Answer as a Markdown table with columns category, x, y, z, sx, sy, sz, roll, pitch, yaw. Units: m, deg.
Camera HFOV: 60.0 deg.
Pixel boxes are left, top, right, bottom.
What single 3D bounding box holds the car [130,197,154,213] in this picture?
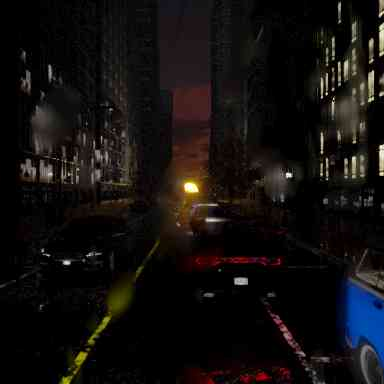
| category | x | y | z | sx | sy | sz | roll | pitch | yaw |
| --- | --- | --- | --- | --- | --- | --- | --- | --- | --- |
| car | -5.708 | 1.548 | 36.689 | 2.008 | 1.369 | 4.403 | 0 | 0 | 0 |

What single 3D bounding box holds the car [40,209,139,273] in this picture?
| category | x | y | z | sx | sy | sz | roll | pitch | yaw |
| --- | --- | --- | --- | --- | --- | --- | --- | --- | --- |
| car | -3.105 | 1.504 | 10.680 | 1.837 | 1.490 | 4.892 | 0 | 0 | 0 |

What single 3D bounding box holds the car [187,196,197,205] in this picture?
| category | x | y | z | sx | sy | sz | roll | pitch | yaw |
| --- | --- | --- | --- | --- | --- | --- | --- | --- | --- |
| car | -0.029 | 1.474 | 60.127 | 1.837 | 1.490 | 4.892 | 0 | 0 | 0 |

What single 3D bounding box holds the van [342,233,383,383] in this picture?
| category | x | y | z | sx | sy | sz | roll | pitch | yaw |
| --- | --- | --- | --- | --- | --- | --- | --- | --- | --- |
| van | 2.689 | 1.341 | 2.535 | 1.690 | 1.788 | 3.998 | 0 | 0 | 0 |

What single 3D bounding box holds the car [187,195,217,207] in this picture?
| category | x | y | z | sx | sy | sz | roll | pitch | yaw |
| --- | --- | --- | --- | --- | --- | --- | --- | --- | --- |
| car | 0.888 | 1.224 | 24.583 | 2.150 | 2.045 | 5.566 | 0 | 0 | 0 |

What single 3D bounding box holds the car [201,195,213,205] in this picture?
| category | x | y | z | sx | sy | sz | roll | pitch | yaw |
| --- | --- | --- | --- | --- | --- | --- | --- | --- | --- |
| car | 2.662 | 1.410 | 59.459 | 1.967 | 1.590 | 4.097 | 0 | 0 | 0 |

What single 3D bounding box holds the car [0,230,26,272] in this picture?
| category | x | y | z | sx | sy | sz | roll | pitch | yaw |
| --- | --- | --- | --- | --- | --- | --- | --- | --- | --- |
| car | -5.695 | 1.582 | 8.225 | 1.802 | 1.307 | 4.206 | 0 | 0 | 0 |

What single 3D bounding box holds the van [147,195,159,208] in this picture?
| category | x | y | z | sx | sy | sz | roll | pitch | yaw |
| --- | --- | --- | --- | --- | --- | --- | --- | --- | --- |
| van | -5.713 | 1.328 | 48.074 | 1.690 | 1.788 | 3.998 | 0 | 0 | 0 |

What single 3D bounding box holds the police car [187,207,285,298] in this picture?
| category | x | y | z | sx | sy | sz | roll | pitch | yaw |
| --- | --- | --- | --- | --- | --- | --- | --- | --- | --- |
| police car | 0.896 | 1.425 | 8.663 | 1.930 | 1.638 | 5.238 | 0 | 0 | 0 |

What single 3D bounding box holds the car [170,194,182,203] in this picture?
| category | x | y | z | sx | sy | sz | roll | pitch | yaw |
| --- | --- | --- | --- | --- | --- | --- | --- | --- | --- |
| car | -3.034 | 1.306 | 69.590 | 2.097 | 1.767 | 4.553 | 0 | 0 | 0 |

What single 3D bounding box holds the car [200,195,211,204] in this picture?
| category | x | y | z | sx | sy | sz | roll | pitch | yaw |
| --- | --- | --- | --- | --- | --- | --- | --- | --- | --- |
| car | 2.660 | 1.401 | 65.151 | 1.967 | 1.590 | 4.097 | 0 | 0 | 0 |

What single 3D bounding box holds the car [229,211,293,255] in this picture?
| category | x | y | z | sx | sy | sz | roll | pitch | yaw |
| --- | --- | --- | --- | --- | --- | --- | --- | --- | --- |
| car | 2.684 | 1.582 | 13.919 | 1.802 | 1.307 | 4.206 | 0 | 0 | 0 |

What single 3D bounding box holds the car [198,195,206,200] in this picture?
| category | x | y | z | sx | sy | sz | roll | pitch | yaw |
| --- | --- | --- | --- | --- | --- | --- | --- | --- | --- |
| car | 2.649 | 1.462 | 87.921 | 1.887 | 1.381 | 4.507 | 0 | 0 | 0 |

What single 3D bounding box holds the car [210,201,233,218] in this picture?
| category | x | y | z | sx | sy | sz | roll | pitch | yaw |
| --- | --- | --- | --- | --- | --- | --- | --- | --- | --- |
| car | 2.676 | 1.581 | 30.997 | 1.802 | 1.307 | 4.206 | 0 | 0 | 0 |

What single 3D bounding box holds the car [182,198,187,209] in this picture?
| category | x | y | z | sx | sy | sz | roll | pitch | yaw |
| --- | --- | --- | --- | --- | --- | --- | --- | --- | --- |
| car | -0.008 | 1.515 | 46.166 | 1.812 | 1.442 | 4.674 | 0 | 0 | 1 |

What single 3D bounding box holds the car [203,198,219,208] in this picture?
| category | x | y | z | sx | sy | sz | roll | pitch | yaw |
| --- | --- | --- | --- | --- | --- | --- | --- | --- | --- |
| car | 2.668 | 1.538 | 48.074 | 2.008 | 1.369 | 4.403 | 0 | 0 | 0 |

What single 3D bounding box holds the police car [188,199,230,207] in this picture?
| category | x | y | z | sx | sy | sz | roll | pitch | yaw |
| --- | --- | --- | --- | --- | --- | --- | --- | --- | --- |
| police car | 0.891 | 1.425 | 18.663 | 1.930 | 1.638 | 5.238 | 0 | 0 | 0 |

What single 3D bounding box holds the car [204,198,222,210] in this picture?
| category | x | y | z | sx | sy | sz | roll | pitch | yaw |
| --- | --- | --- | --- | --- | --- | --- | --- | --- | --- |
| car | 2.670 | 1.544 | 42.382 | 2.008 | 1.369 | 4.403 | 0 | 0 | 0 |
